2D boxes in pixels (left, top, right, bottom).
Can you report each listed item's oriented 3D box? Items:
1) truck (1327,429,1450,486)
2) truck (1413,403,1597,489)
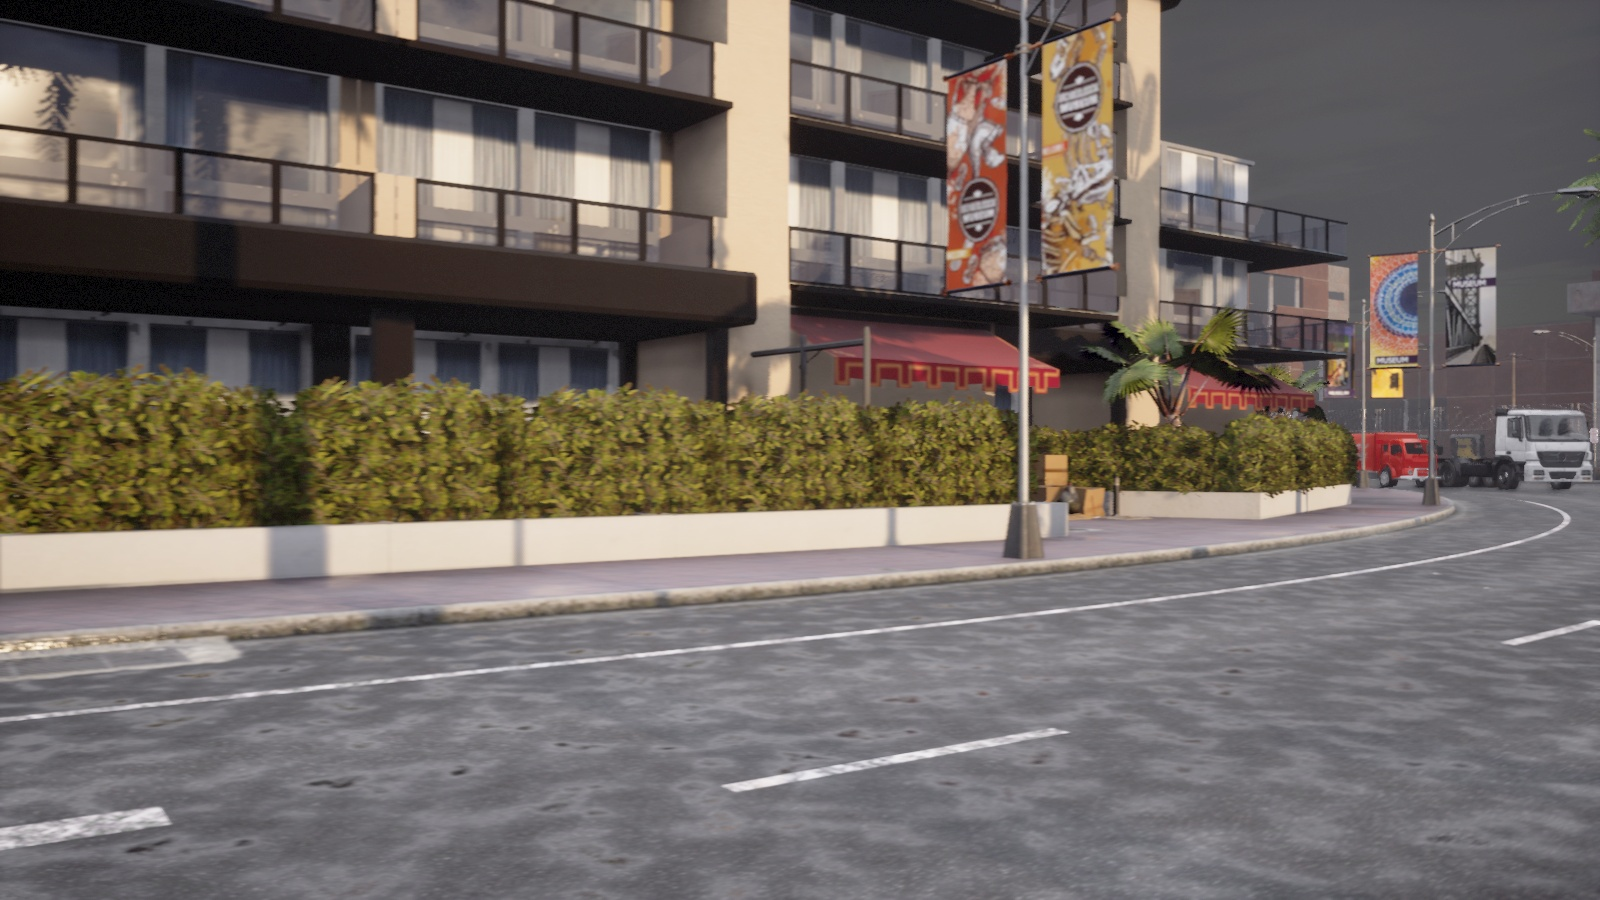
[{"bbox_3d":[26.646,0.338,57.106,2.627,2.467,5.204,0,0,-9],"label":"truck"},{"bbox_3d":[30.421,-0.171,54.687,2.891,3.462,7.936,0,0,-6],"label":"truck"}]
